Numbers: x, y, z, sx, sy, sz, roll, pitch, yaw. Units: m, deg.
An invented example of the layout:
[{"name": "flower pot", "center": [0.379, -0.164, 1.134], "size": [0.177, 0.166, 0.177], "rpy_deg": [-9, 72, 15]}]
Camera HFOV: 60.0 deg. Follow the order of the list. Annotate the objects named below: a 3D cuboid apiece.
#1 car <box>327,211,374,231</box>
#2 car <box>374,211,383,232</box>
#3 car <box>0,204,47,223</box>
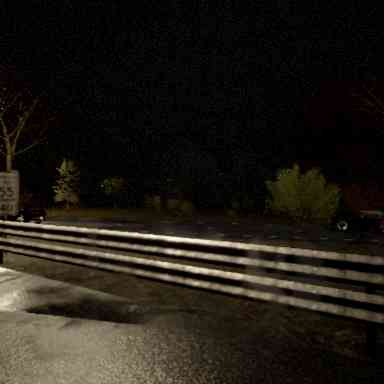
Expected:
[{"name": "car", "center": [11.520, 1.895, 22.138], "size": [4.718, 1.301, 1.895], "rpy_deg": [0, 0, 16]}, {"name": "car", "center": [12.903, 1.899, 18.113], "size": [4.718, 1.301, 1.895], "rpy_deg": [0, 0, 16]}, {"name": "car", "center": [-13.613, 1.701, 25.578], "size": [4.892, 1.490, 1.837], "rpy_deg": [0, 0, 16]}]
